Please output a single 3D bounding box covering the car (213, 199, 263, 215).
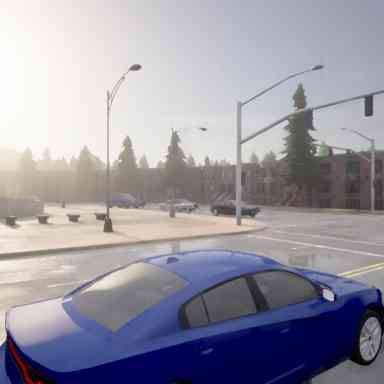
[{"bbox_3d":[4.734,1.547,35.216,2.033,1.411,5.357,0,0,-36],"label":"car"}]

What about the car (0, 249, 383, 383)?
[{"bbox_3d":[0.462,1.478,4.126,5.008,1.535,1.882,0,0,-35],"label":"car"}]

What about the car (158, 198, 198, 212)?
[{"bbox_3d":[-1.827,1.601,38.048,1.895,1.301,4.718,0,0,-39],"label":"car"}]

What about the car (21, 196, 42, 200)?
[{"bbox_3d":[-29.909,1.505,60.665,4.892,1.490,1.837,0,0,5],"label":"car"}]

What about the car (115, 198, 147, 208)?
[{"bbox_3d":[-9.102,1.601,49.599,4.718,1.301,1.895,0,0,34],"label":"car"}]

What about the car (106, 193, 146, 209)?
[{"bbox_3d":[-9.472,1.221,45.603,5.566,2.045,2.150,0,0,36],"label":"car"}]

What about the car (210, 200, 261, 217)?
[{"bbox_3d":[3.772,1.478,30.569,1.882,1.535,5.008,0,0,-36],"label":"car"}]
